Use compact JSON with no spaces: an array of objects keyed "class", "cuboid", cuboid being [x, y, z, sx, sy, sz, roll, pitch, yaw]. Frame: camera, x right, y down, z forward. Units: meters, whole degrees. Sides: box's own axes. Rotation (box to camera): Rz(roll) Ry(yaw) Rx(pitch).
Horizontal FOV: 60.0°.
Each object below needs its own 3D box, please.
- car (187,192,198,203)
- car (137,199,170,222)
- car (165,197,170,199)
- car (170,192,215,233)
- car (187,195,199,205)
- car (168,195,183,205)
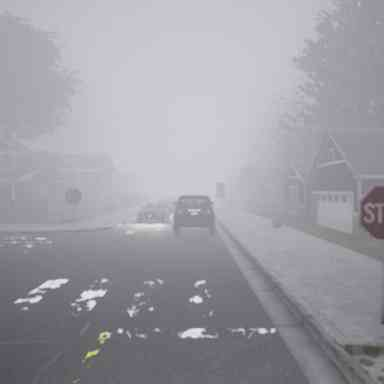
[{"class":"car","cuboid":[0.042,1.050,67.003,2.150,2.045,5.566,0,0,0]},{"class":"car","cuboid":[-2.840,1.481,25.058,1.994,1.385,4.181,0,0,3]},{"class":"car","cuboid":[-2.825,1.486,35.015,1.895,1.301,4.718,0,0,0]},{"class":"car","cuboid":[0.115,1.158,19.270,2.150,2.045,5.566,0,0,0]},{"class":"car","cuboid":[0.137,1.315,56.839,1.882,1.535,5.008,0,0,0]},{"class":"car","cuboid":[-2.762,1.330,56.001,2.128,1.511,4.902,0,0,1]}]
